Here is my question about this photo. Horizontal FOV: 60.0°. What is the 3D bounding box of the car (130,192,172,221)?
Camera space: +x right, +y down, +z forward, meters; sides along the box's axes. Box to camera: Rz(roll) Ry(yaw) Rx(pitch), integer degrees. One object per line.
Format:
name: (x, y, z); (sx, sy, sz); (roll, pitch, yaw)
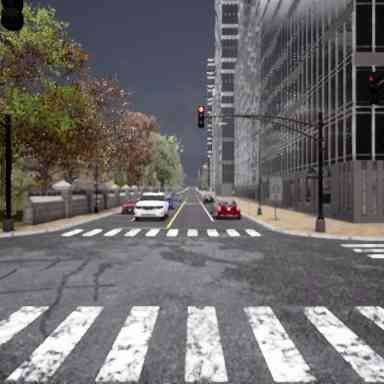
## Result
car: (-3.059, 1.082, 26.107); (2.150, 2.045, 5.566); (0, 0, 0)

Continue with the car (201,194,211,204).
car: (2.783, 1.266, 55.035); (1.947, 1.339, 4.313); (0, 0, 0)

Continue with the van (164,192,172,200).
van: (-5.559, 0.891, 77.785); (1.690, 1.788, 3.998); (0, 0, 0)

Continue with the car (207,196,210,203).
car: (2.745, 1.392, 32.311); (1.947, 1.339, 4.313); (0, 0, 0)

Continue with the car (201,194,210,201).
car: (2.812, 1.114, 72.252); (1.752, 1.417, 4.829); (0, 0, 0)

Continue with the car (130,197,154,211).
car: (-5.626, 1.347, 38.005); (2.008, 1.369, 4.403); (0, 0, 0)

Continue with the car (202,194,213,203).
car: (2.793, 1.105, 60.716); (1.967, 1.590, 4.097); (0, 0, 0)

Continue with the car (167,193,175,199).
car: (-5.541, 1.048, 89.153); (1.802, 1.307, 4.206); (0, 0, 0)

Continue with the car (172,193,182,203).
car: (-2.911, 1.023, 59.399); (2.097, 1.767, 4.553); (0, 1, 0)

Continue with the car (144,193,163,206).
car: (-5.606, 1.048, 49.370); (2.192, 1.841, 5.009); (0, 0, 0)

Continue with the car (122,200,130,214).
car: (-5.635, 1.371, 32.322); (1.887, 1.381, 4.507); (0, 0, 0)

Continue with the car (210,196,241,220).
car: (2.737, 1.297, 26.630); (1.967, 1.590, 4.097); (0, 0, 0)

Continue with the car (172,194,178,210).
car: (-3.031, 1.315, 39.266); (1.812, 1.442, 4.674); (0, 1, 0)
